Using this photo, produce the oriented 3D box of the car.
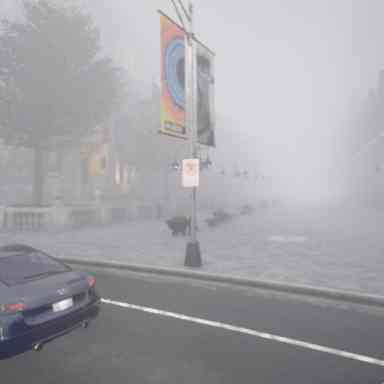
[{"bbox_3d":[-3.604,1.598,5.688,4.181,1.385,1.994,-1,0,28],"label":"car"}]
